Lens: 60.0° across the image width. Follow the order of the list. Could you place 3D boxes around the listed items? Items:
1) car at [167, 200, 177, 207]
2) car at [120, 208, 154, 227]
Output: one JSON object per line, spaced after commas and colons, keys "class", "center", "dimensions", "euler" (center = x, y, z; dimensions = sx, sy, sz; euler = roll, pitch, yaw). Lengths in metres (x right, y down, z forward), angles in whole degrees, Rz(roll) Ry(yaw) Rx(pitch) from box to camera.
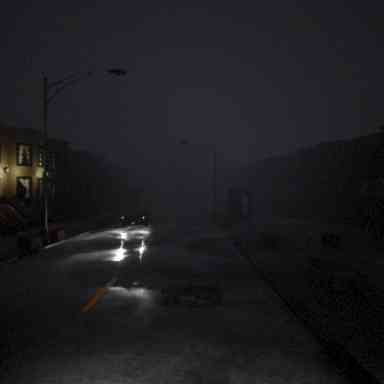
{"class": "car", "center": [-3.913, 2.280, 65.863], "dimensions": [2.033, 1.411, 5.357], "euler": [1, -1, 0]}
{"class": "car", "center": [-4.074, 1.878, 25.223], "dimensions": [1.895, 1.301, 4.718], "euler": [0, -1, 0]}
